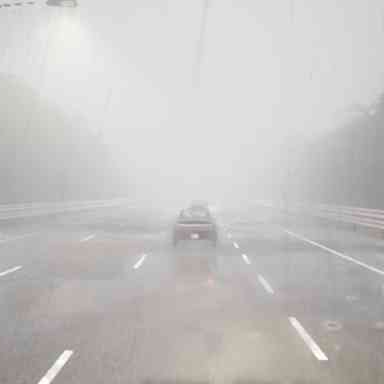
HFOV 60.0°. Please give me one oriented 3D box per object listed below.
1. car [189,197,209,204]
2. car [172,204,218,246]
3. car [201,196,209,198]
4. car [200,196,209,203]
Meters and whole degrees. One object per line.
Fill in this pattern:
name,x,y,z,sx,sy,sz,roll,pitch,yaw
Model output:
car,0.655,1.568,34.310,1.812,1.442,4.674,0,0,2
car,0.148,1.504,15.239,2.128,1.511,4.902,0,0,1
car,1.468,1.615,52.384,1.812,1.442,4.674,0,0,3
car,3.021,1.770,81.698,2.128,1.511,4.902,0,0,3
